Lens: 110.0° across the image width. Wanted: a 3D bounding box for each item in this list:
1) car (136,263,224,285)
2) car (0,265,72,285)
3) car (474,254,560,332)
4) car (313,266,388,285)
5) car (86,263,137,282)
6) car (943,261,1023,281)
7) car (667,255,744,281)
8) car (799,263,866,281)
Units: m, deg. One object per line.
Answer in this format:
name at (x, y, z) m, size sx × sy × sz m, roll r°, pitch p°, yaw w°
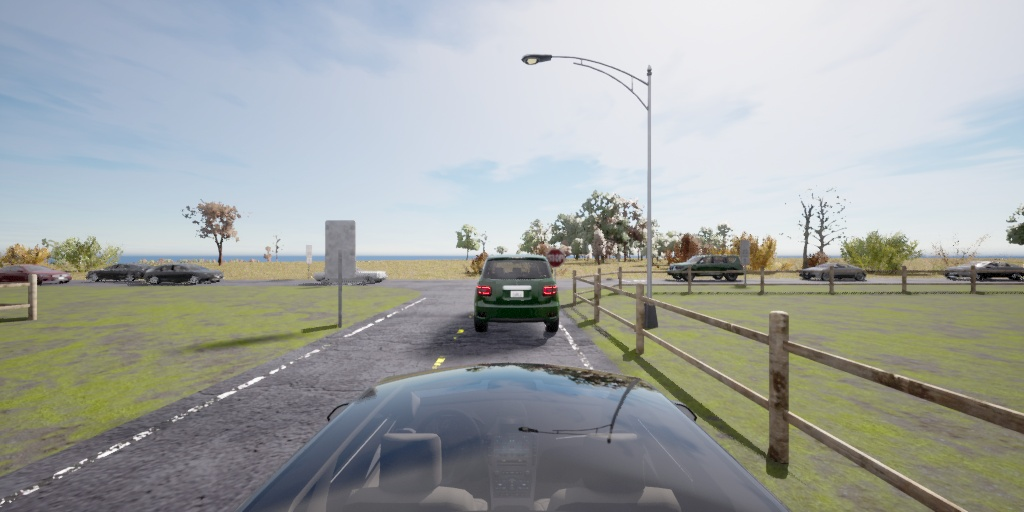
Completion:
car at (-23.799, 1.319, 26.134) m, size 4.892 × 1.490 × 1.837 m, roll -1°, pitch 0°, yaw 1°
car at (-35.314, 1.372, 26.264) m, size 4.674 × 1.442 × 1.812 m, roll 0°, pitch 0°, yaw 1°
car at (0.123, 0.971, 10.942) m, size 2.150 × 2.045 × 5.566 m, roll 0°, pitch 0°, yaw 0°
car at (-11.582, 1.379, 26.009) m, size 4.718 × 1.301 × 1.895 m, roll 0°, pitch 0°, yaw 1°
car at (-31.536, 1.338, 29.164) m, size 4.892 × 1.490 × 1.837 m, roll 0°, pitch 0°, yaw 1°
car at (37.335, 1.164, 28.437) m, size 4.902 × 1.511 × 2.128 m, roll 0°, pitch 0°, yaw 1°
car at (15.438, 0.928, 28.682) m, size 5.566 × 2.045 × 2.150 m, roll 0°, pitch 0°, yaw 0°
car at (25.479, 1.250, 28.577) m, size 4.181 × 1.385 × 1.994 m, roll 0°, pitch 0°, yaw 0°
